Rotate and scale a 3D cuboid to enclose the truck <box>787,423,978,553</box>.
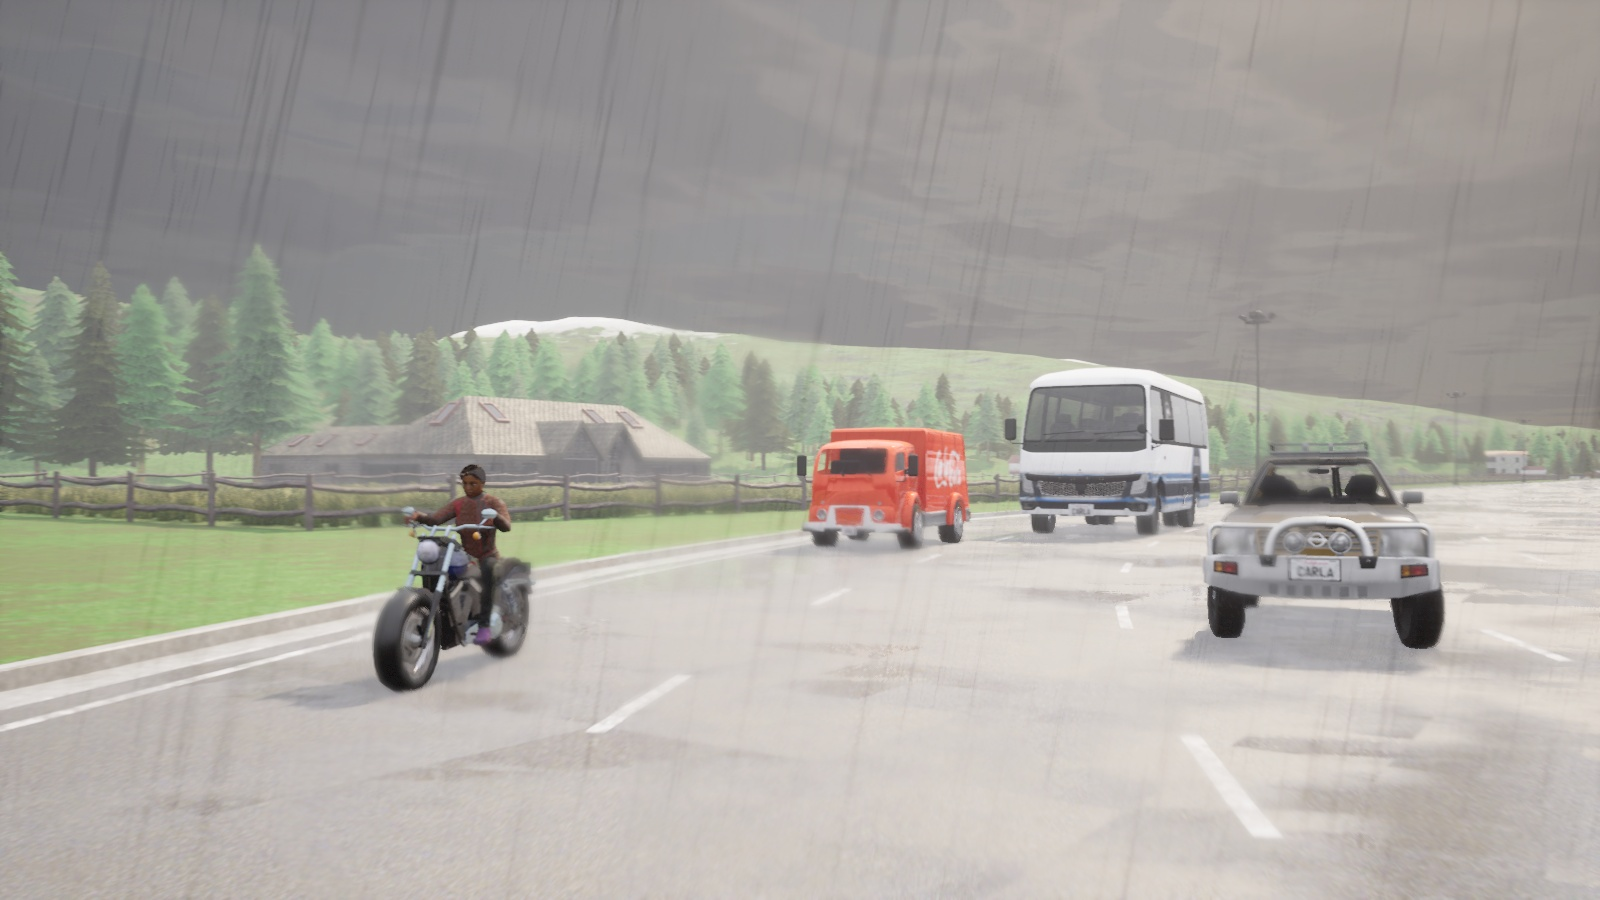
[{"bbox_3d":[1.892,0.769,26.627,2.627,2.467,5.204,-1,-1,21],"label":"truck"}]

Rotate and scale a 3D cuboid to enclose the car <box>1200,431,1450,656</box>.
[{"bbox_3d":[5.359,0.831,12.863,1.932,1.855,4.605,-2,-1,23],"label":"car"}]

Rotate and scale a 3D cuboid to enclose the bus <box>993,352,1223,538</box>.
[{"bbox_3d":[8.720,-0.016,34.164,3.944,4.253,10.273,-1,-1,26],"label":"bus"}]

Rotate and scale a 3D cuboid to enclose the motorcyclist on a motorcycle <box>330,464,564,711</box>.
[{"bbox_3d":[-2.601,0.934,9.622,0.766,1.649,2.350,0,-1,11],"label":"motorcyclist on a motorcycle"}]
